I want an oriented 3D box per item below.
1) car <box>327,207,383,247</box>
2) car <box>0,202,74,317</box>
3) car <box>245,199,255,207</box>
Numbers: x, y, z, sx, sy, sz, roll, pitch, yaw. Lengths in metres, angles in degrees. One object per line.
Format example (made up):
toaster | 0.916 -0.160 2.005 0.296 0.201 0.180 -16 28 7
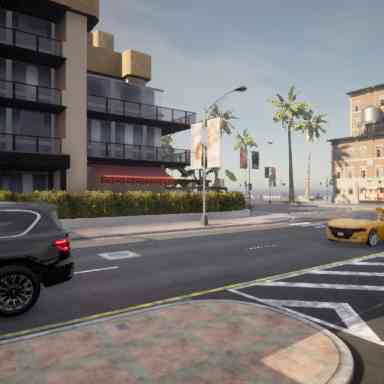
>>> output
car | 8.235 1.477 15.329 5.008 1.535 1.882 0 0 -35
car | -5.041 1.221 5.922 5.566 2.045 2.150 0 0 -35
car | 7.027 1.491 48.496 2.128 1.511 4.902 0 0 -35
